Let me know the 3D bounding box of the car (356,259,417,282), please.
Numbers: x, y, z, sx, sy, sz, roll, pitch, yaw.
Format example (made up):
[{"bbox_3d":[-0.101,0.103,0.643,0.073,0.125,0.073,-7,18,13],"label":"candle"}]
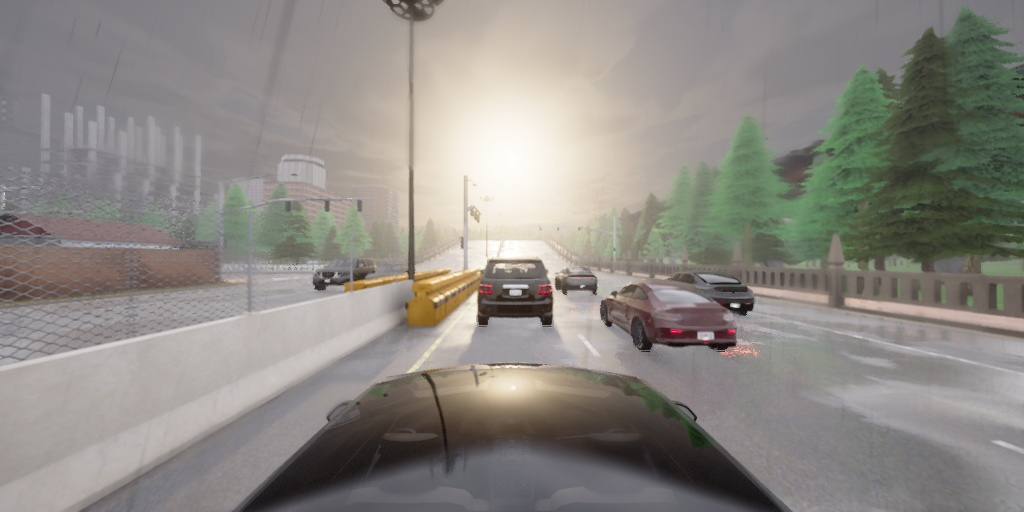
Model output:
[{"bbox_3d":[-7.057,1.220,21.265,2.097,1.767,4.553,0,0,0],"label":"car"}]

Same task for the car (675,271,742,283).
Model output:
[{"bbox_3d":[7.089,1.330,13.814,1.837,1.490,4.892,0,0,0],"label":"car"}]

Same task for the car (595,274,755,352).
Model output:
[{"bbox_3d":[3.596,1.319,8.962,1.812,1.442,4.674,0,0,0],"label":"car"}]

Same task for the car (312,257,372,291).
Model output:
[{"bbox_3d":[-10.540,1.106,23.223,2.150,2.045,5.566,0,-1,0],"label":"car"}]

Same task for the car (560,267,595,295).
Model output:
[{"bbox_3d":[3.583,1.355,20.650,2.128,1.511,4.902,0,0,0],"label":"car"}]

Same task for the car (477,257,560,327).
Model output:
[{"bbox_3d":[0.089,1.036,11.983,2.150,2.045,5.566,0,0,0],"label":"car"}]
